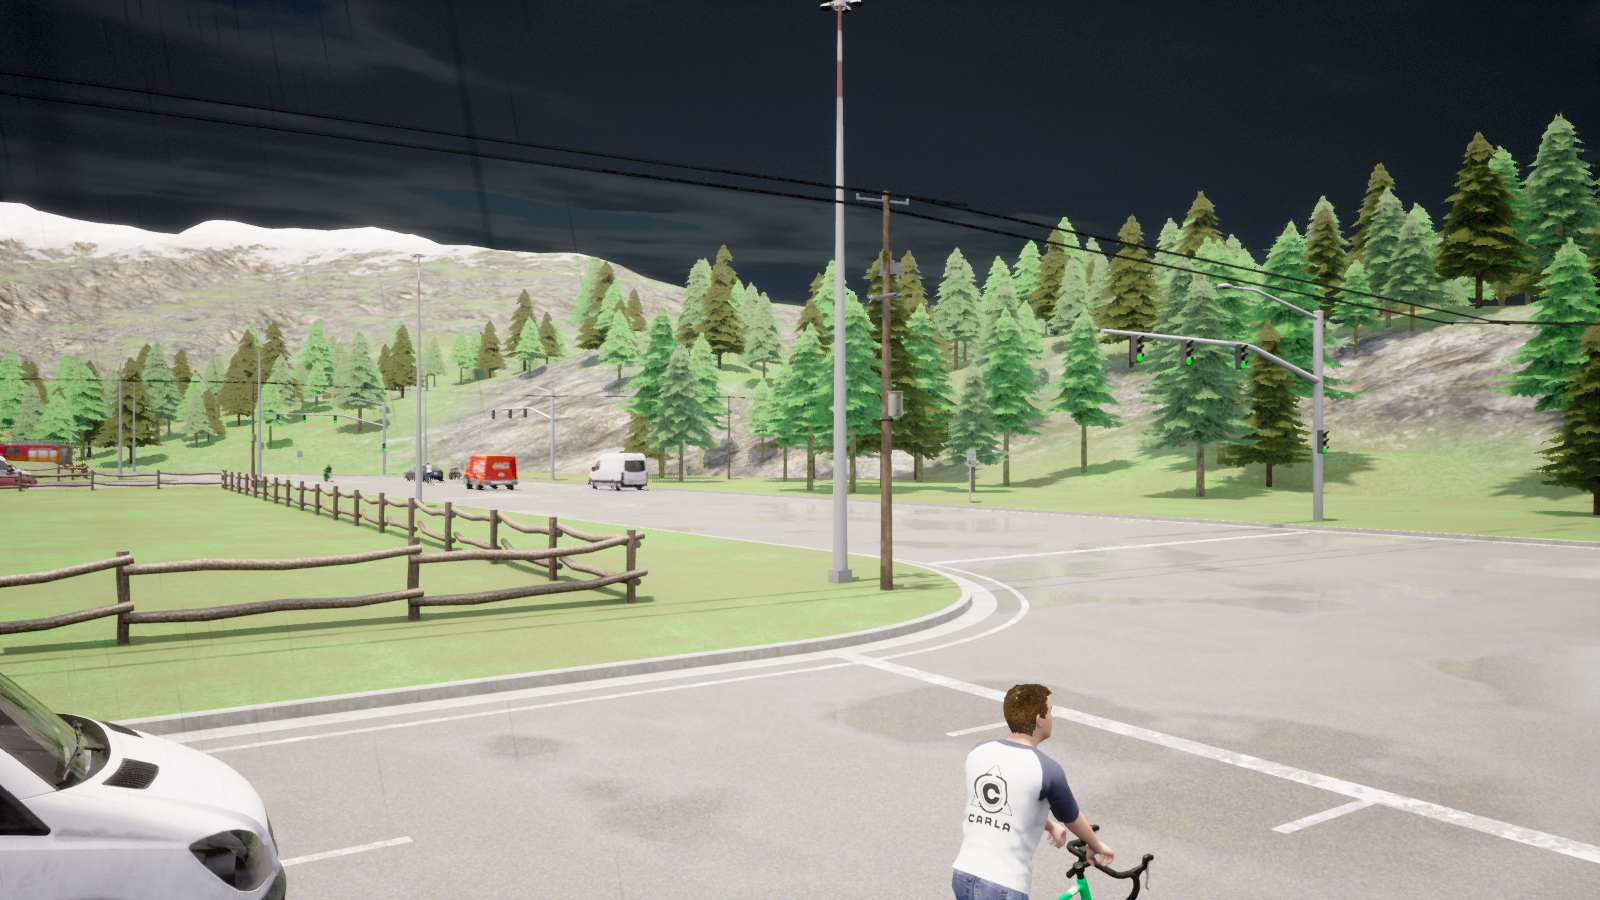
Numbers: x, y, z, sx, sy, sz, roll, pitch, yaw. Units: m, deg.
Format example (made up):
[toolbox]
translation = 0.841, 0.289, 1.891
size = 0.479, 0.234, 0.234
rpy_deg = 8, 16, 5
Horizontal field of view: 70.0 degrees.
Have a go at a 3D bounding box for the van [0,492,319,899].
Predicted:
[van]
translation = -5.215, 1.535, 4.399
size = 5.915, 2.561, 1.988
rpy_deg = 0, 0, -35

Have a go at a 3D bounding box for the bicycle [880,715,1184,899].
[bicycle]
translation = 1.060, 2.053, 4.957
size = 1.643, 1.496, 0.373
rpy_deg = 0, 0, -41
